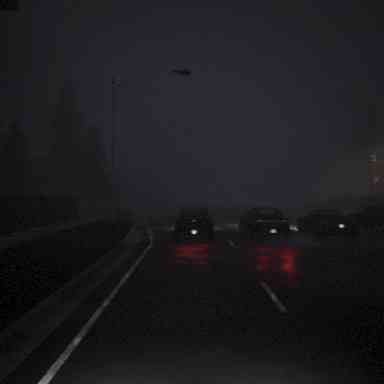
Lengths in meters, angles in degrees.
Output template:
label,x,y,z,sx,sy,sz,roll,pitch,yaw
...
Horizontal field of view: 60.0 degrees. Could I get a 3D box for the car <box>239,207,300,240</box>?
label,x,y,z,sx,sy,sz,roll,pitch,yaw
car,3.597,1.512,17.104,2.128,1.511,4.902,0,0,0

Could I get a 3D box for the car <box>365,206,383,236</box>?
label,x,y,z,sx,sy,sz,roll,pitch,yaw
car,10.597,1.500,18.685,1.882,1.535,5.008,0,0,0

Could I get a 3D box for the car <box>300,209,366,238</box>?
label,x,y,z,sx,sy,sz,roll,pitch,yaw
car,7.097,1.585,17.790,1.994,1.385,4.181,0,0,0

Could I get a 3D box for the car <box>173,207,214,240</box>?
label,x,y,z,sx,sy,sz,roll,pitch,yaw
car,0.097,1.525,17.229,1.837,1.490,4.892,0,0,0
